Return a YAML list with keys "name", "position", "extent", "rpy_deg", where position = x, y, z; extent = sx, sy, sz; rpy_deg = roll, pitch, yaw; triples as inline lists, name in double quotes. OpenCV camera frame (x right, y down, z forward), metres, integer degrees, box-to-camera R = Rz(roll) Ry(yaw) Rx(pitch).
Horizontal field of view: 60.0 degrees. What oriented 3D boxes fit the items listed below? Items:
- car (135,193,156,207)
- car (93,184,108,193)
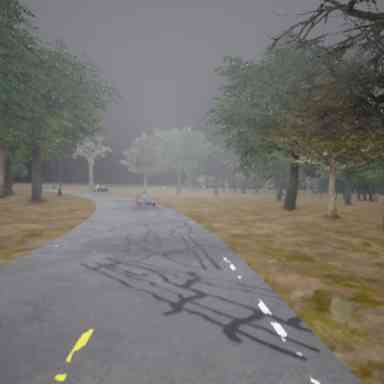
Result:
- name: "car"
  position: [-5.166, 0.858, 36.406]
  extent: [2.033, 1.411, 5.357]
  rpy_deg: [0, 1, -15]
- name: "car"
  position: [-18.532, -0.758, 67.307]
  extent: [2.097, 1.767, 4.553]
  rpy_deg: [0, 2, -31]
